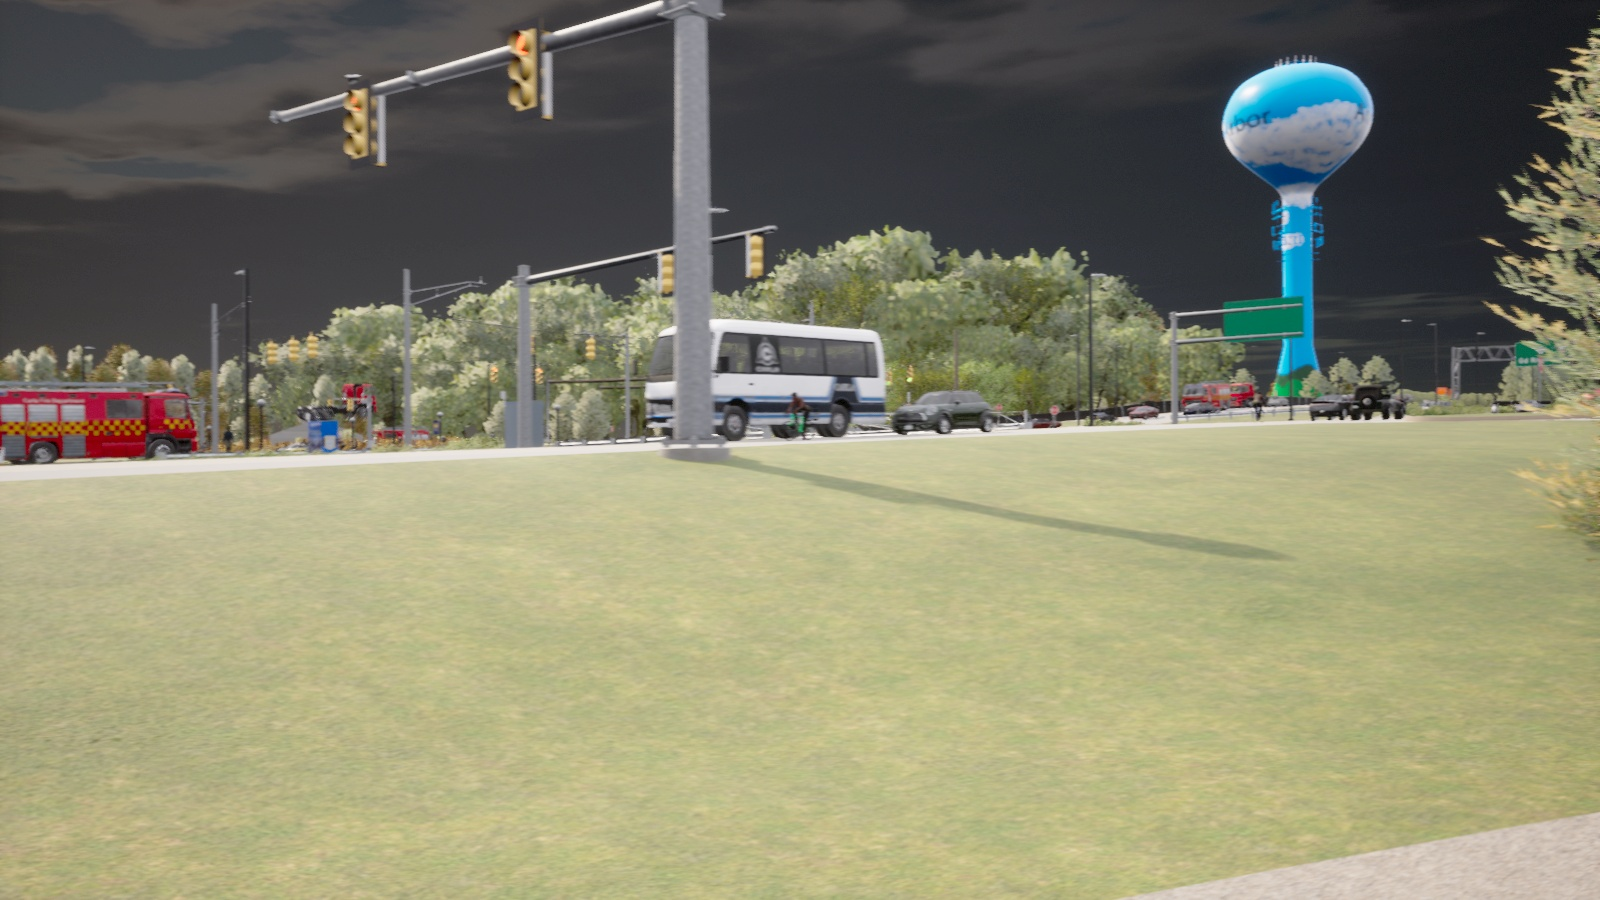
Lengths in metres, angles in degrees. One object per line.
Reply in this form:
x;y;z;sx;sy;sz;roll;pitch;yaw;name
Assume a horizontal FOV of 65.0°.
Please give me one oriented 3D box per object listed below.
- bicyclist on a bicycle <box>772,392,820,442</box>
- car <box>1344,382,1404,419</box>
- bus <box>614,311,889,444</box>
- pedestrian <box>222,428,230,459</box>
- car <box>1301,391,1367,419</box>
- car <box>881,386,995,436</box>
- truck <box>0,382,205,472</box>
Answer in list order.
-0.130;-1.105;41.772;0.582;1.620;1.656;-1;2;41;bicyclist on a bicycle
30.584;-2.639;66.841;1.905;1.878;3.866;-1;1;41;car
-1.476;-2.474;45.599;3.944;4.253;10.273;-1;1;41;bus
-34.023;-0.401;74.455;0.370;1.835;0.726;-1;0;-22;pedestrian
30.918;-2.583;72.605;2.128;1.511;4.902;-1;1;41;car
5.360;-1.507;48.175;2.097;1.767;4.553;-1;2;41;car
-32.215;-1.050;57.499;2.891;3.827;8.468;-1;1;41;truck
